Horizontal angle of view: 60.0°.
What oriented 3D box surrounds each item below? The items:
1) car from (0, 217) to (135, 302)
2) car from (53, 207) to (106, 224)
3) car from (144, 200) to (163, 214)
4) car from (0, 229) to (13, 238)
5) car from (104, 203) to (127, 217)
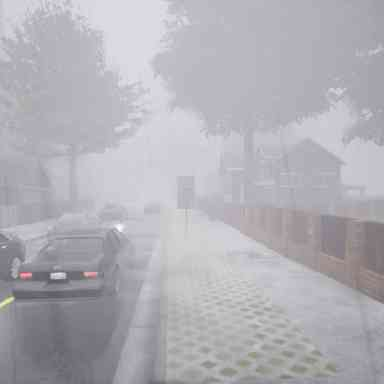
[{"bbox_3d":[-2.636,1.618,8.650,2.033,1.411,5.357,-1,0,-4],"label":"car"},{"bbox_3d":[-6.070,1.703,17.591,1.812,1.442,4.674,-1,0,-4],"label":"car"},{"bbox_3d":[-4.565,1.924,39.055,1.895,1.301,4.718,-1,0,-3],"label":"car"},{"bbox_3d":[-5.471,1.591,7.297,1.837,1.490,4.892,-1,0,-1],"label":"car"},{"bbox_3d":[-6.804,1.755,28.982,1.882,1.535,5.008,-1,-1,-4],"label":"car"}]
